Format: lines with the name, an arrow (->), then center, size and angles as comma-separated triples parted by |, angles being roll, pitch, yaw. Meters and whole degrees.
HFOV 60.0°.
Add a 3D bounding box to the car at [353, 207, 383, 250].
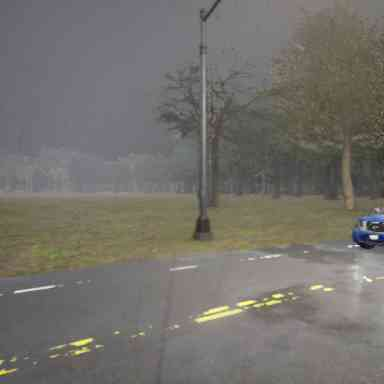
car -> 8.798, 1.239, 13.008 | 5.566, 2.045, 2.150 | 0, 0, -29
